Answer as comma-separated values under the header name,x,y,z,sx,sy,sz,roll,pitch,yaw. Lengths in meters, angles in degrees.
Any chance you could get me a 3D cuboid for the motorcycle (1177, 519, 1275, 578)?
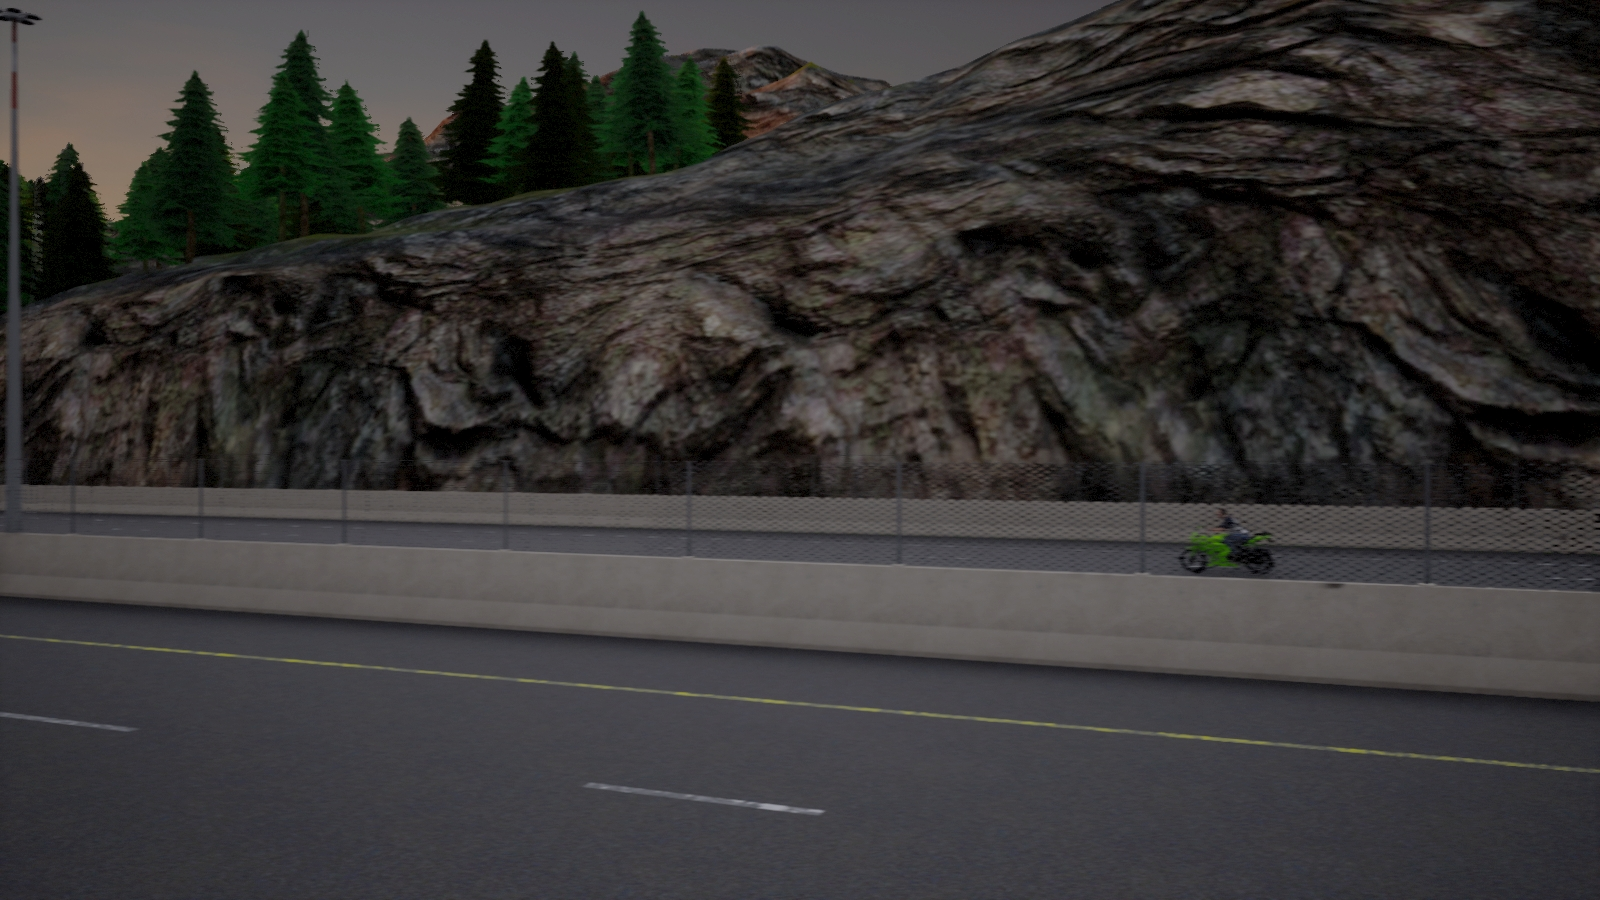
name,x,y,z,sx,sy,sz,roll,pitch,yaw
motorcycle,9.573,2.189,25.724,2.033,1.217,0.803,0,-1,21
